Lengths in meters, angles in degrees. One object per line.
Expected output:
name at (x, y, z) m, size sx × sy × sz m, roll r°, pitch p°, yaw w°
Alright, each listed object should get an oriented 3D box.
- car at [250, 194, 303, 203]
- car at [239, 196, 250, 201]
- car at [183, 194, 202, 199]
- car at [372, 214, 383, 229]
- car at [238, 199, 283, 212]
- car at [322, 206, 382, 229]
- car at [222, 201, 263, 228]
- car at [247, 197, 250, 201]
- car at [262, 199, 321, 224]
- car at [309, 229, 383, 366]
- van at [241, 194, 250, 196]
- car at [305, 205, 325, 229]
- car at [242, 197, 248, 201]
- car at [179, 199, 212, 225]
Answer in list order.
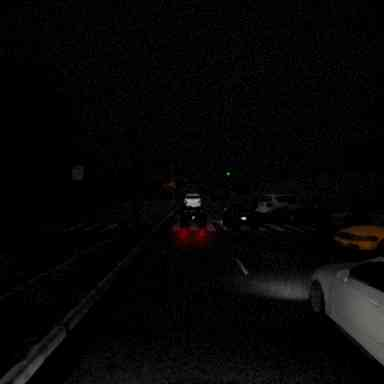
car at (8.097, 1.238, 27.635) m, size 5.566 × 2.045 × 2.435 m, roll 1°, pitch 0°, yaw -20°
car at (8.241, 1.524, 36.632) m, size 5.366 × 1.575 × 1.946 m, roll 1°, pitch -1°, yaw -20°
car at (0.086, 1.277, 40.984) m, size 2.150 × 2.045 × 5.566 m, roll 0°, pitch 0°, yaw 0°
car at (8.095, 1.511, 9.740) m, size 4.792 × 1.488 × 2.163 m, roll 1°, pitch 0°, yaw -20°
car at (8.093, 1.570, 39.562) m, size 4.792 × 1.488 × 2.163 m, roll 1°, pitch -1°, yaw -20°
car at (7.896, 1.470, 12.644) m, size 5.366 × 1.575 × 1.946 m, roll 1°, pitch 0°, yaw -20°
car at (3.098, 1.549, 21.916) m, size 1.994 × 1.385 × 4.181 m, roll 0°, pitch 0°, yaw 0°
car at (8.073, 1.499, 30.599) m, size 5.008 × 1.535 × 2.097 m, roll 1°, pitch 0°, yaw -20°
car at (8.078, 1.484, 24.633) m, size 4.892 × 1.521 × 2.231 m, roll 1°, pitch 0°, yaw -20°
car at (3.099, 1.522, 4.325) m, size 1.812 × 1.442 × 4.674 m, roll 0°, pitch 0°, yaw 0°
van at (7.961, 1.328, 42.490) m, size 4.442 × 1.987 × 1.878 m, roll 1°, pitch 0°, yaw -20°
car at (8.064, 1.514, 15.693) m, size 4.674 × 1.452 × 2.002 m, roll 1°, pitch 0°, yaw -20°
car at (8.061, 1.513, 33.585) m, size 4.892 × 1.521 × 2.231 m, roll 1°, pitch -1°, yaw -20°
car at (0.097, 1.482, 24.161) m, size 2.128 × 1.511 × 4.902 m, roll 0°, pitch 0°, yaw 0°
